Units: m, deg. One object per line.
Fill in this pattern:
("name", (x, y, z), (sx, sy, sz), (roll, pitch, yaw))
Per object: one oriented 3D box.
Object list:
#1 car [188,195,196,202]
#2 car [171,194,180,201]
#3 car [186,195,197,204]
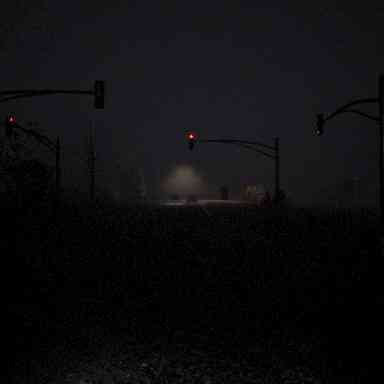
("car", (-0.068, 1.425, 77.995), (1.837, 1.490, 4.892), (0, 0, 0))
("car", (-3.564, 1.195, 72.162), (1.837, 1.490, 4.892), (0, 0, 0))
("car", (-0.059, 1.424, 67.960), (2.097, 1.767, 4.553), (0, 0, 0))
